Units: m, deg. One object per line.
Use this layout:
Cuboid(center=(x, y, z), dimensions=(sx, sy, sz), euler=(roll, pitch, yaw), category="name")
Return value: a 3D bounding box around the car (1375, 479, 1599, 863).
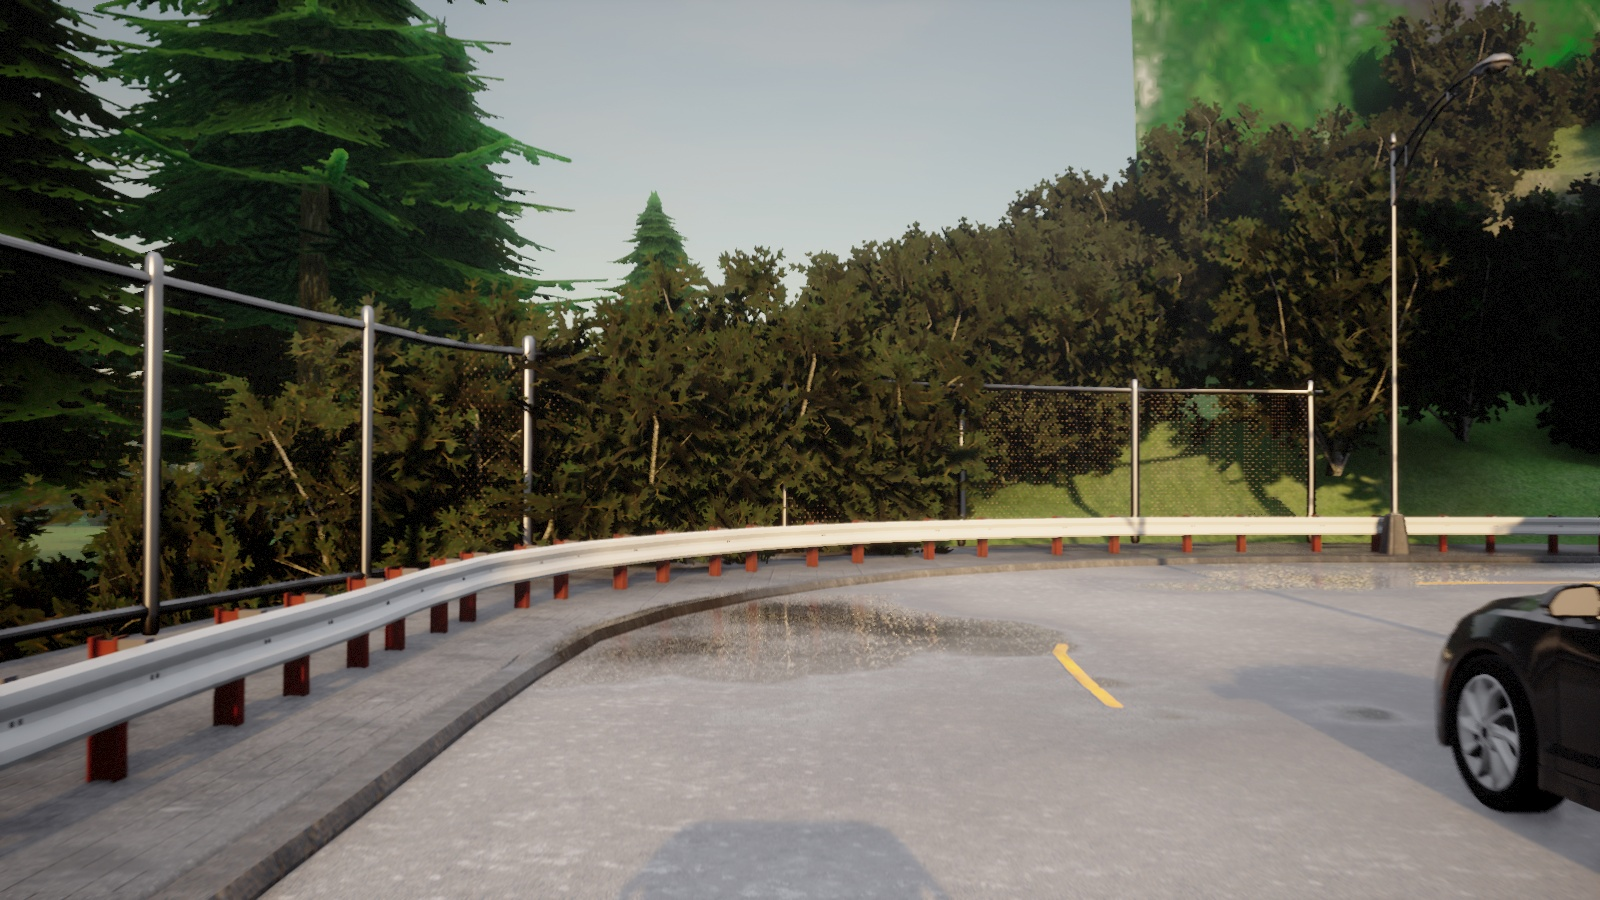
Cuboid(center=(4.059, 0.868, 4.422), dimensions=(1.837, 1.490, 4.892), euler=(0, -1, 0), category="car")
